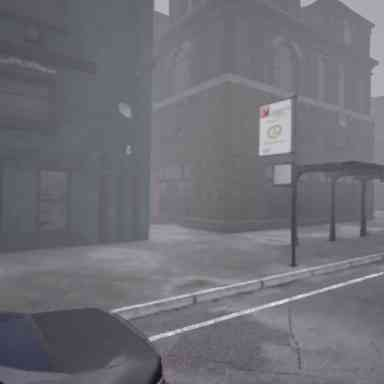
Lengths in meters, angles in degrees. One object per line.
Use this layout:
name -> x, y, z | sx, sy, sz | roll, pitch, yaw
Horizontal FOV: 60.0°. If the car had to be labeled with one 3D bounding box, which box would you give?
car -> -2.658, 1.541, 1.791 | 5.357, 1.411, 2.033 | 0, 0, -35
